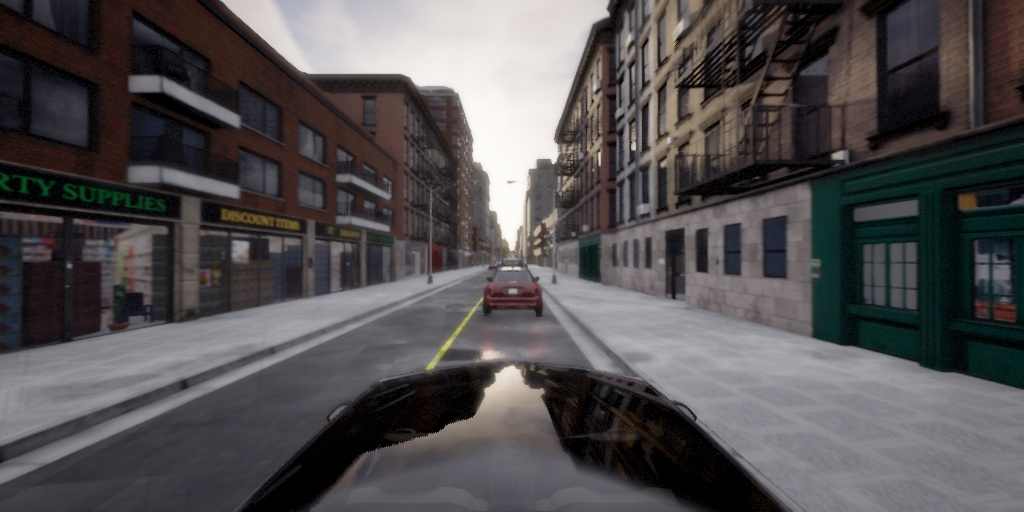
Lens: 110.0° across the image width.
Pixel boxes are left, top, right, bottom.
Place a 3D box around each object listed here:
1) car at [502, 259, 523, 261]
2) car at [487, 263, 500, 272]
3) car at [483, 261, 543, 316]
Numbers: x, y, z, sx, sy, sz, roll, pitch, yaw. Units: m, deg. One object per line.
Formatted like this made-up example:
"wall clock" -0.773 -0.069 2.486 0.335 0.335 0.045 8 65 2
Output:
"car" 0.046 1.215 28.108 2.150 2.045 5.566 0 0 0
"car" -3.011 1.880 60.399 1.895 1.301 4.718 0 -1 1
"car" 0.050 1.216 14.138 2.097 1.767 4.553 0 -1 1
